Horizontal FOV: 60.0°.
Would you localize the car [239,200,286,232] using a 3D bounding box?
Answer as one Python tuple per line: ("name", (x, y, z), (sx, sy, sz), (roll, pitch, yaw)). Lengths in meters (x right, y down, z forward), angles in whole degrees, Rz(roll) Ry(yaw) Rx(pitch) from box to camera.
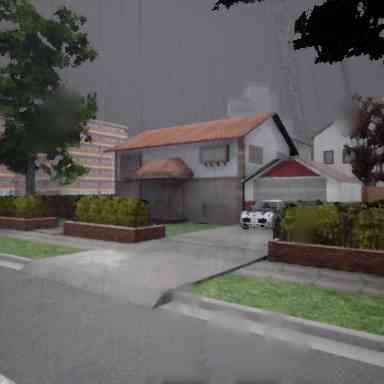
("car", (4.066, 1.166, 17.411), (1.970, 1.475, 3.806), (0, 0, 36))
